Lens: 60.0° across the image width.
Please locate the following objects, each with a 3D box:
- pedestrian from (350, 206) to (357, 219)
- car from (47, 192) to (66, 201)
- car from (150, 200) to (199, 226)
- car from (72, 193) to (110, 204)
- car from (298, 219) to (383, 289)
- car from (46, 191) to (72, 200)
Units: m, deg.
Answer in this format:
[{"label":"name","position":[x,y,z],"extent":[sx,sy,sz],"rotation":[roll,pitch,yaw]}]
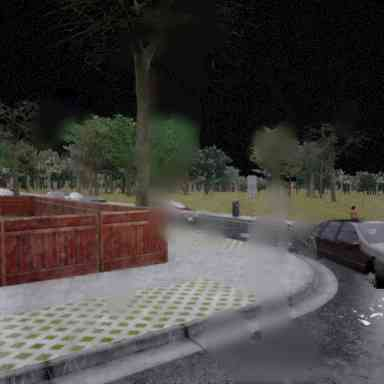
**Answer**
[{"label":"pedestrian","position":[8.476,0.999,17.513],"extent":[0.375,1.860,0.375],"rotation":[1,0,-36]},{"label":"car","position":[-22.924,0.692,56.034],"extent":[1.895,1.301,4.718],"rotation":[0,1,-35]},{"label":"car","position":[-1.454,1.273,21.265],"extent":[1.812,1.442,4.674],"rotation":[0,1,-36]},{"label":"car","position":[-9.742,1.074,32.757],"extent":[2.033,1.411,5.357],"rotation":[0,1,-36]},{"label":"car","position":[4.943,1.508,9.508],"extent":[2.033,1.411,5.357],"rotation":[0,1,-7]},{"label":"car","position":[-18.046,0.653,44.359],"extent":[2.097,1.767,4.553],"rotation":[0,1,-35]}]
